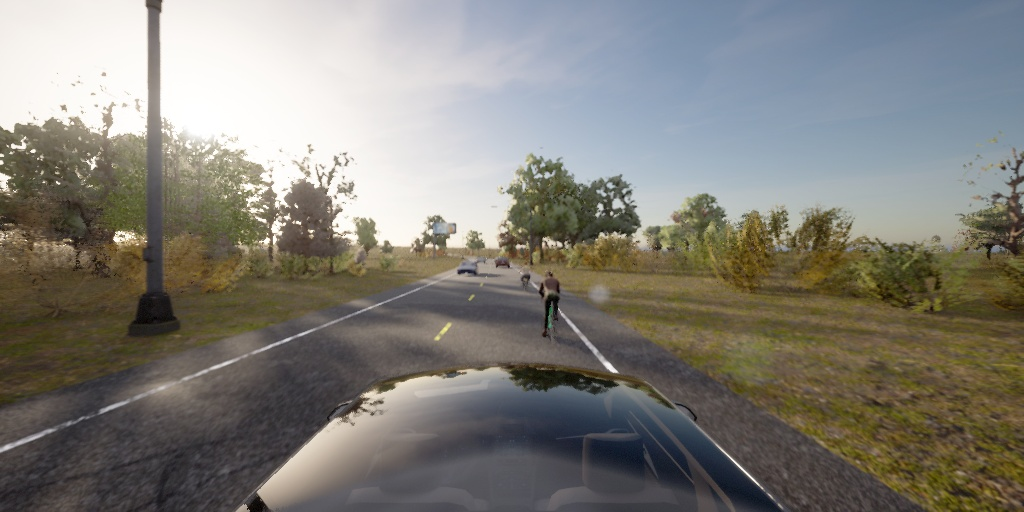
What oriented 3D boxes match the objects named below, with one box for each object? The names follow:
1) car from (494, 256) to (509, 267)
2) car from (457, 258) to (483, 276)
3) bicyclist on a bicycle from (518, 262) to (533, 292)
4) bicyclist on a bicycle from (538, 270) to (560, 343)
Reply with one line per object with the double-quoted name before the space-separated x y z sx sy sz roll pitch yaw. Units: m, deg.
"car" -1.539 0.869 56.610 2.097 1.767 4.553 0 0 -3
"car" -4.227 1.166 35.079 2.033 1.411 5.357 0 0 -2
"bicyclist on a bicycle" 0.758 1.118 19.585 0.866 1.612 1.509 0 0 -1
"bicyclist on a bicycle" 0.916 1.177 8.637 0.582 1.620 1.656 0 0 0
